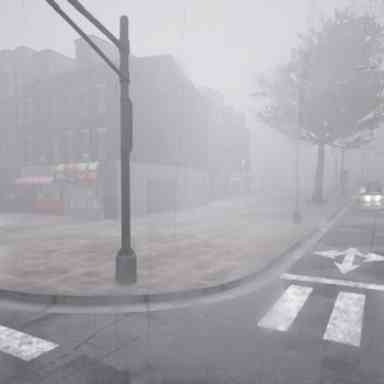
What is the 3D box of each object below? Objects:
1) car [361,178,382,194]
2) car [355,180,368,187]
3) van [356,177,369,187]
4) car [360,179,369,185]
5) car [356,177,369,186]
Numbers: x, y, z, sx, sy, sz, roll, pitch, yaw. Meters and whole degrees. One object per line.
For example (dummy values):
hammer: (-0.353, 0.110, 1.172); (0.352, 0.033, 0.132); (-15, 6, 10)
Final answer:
car: (23.407, -0.643, 42.819); (2.128, 1.511, 4.902); (0, 4, 30)
car: (34.430, -1.819, 67.526); (2.008, 1.369, 4.403); (2, 3, 29)
van: (32.796, -1.891, 64.629); (1.690, 1.788, 3.998); (2, 3, 29)
car: (42.095, -2.456, 81.058); (1.887, 1.381, 4.507); (2, 3, 29)
car: (36.886, -2.260, 71.848); (2.192, 1.841, 5.009); (2, 3, 29)
